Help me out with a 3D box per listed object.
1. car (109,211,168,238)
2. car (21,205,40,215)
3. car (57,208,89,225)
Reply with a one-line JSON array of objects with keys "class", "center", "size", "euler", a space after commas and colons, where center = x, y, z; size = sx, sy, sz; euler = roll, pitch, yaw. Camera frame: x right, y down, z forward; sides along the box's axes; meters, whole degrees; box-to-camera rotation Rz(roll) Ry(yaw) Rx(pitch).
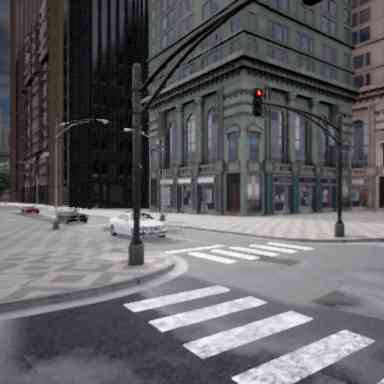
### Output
[{"class": "car", "center": [-3.222, 1.851, 19.150], "size": [1.812, 1.442, 4.674], "euler": [0, -1, -37]}, {"class": "car", "center": [-22.901, 2.521, 47.111], "size": [1.895, 1.301, 4.718], "euler": [0, -1, -35]}, {"class": "car", "center": [-10.838, 2.155, 29.901], "size": [1.895, 1.301, 4.718], "euler": [0, -1, -35]}]
